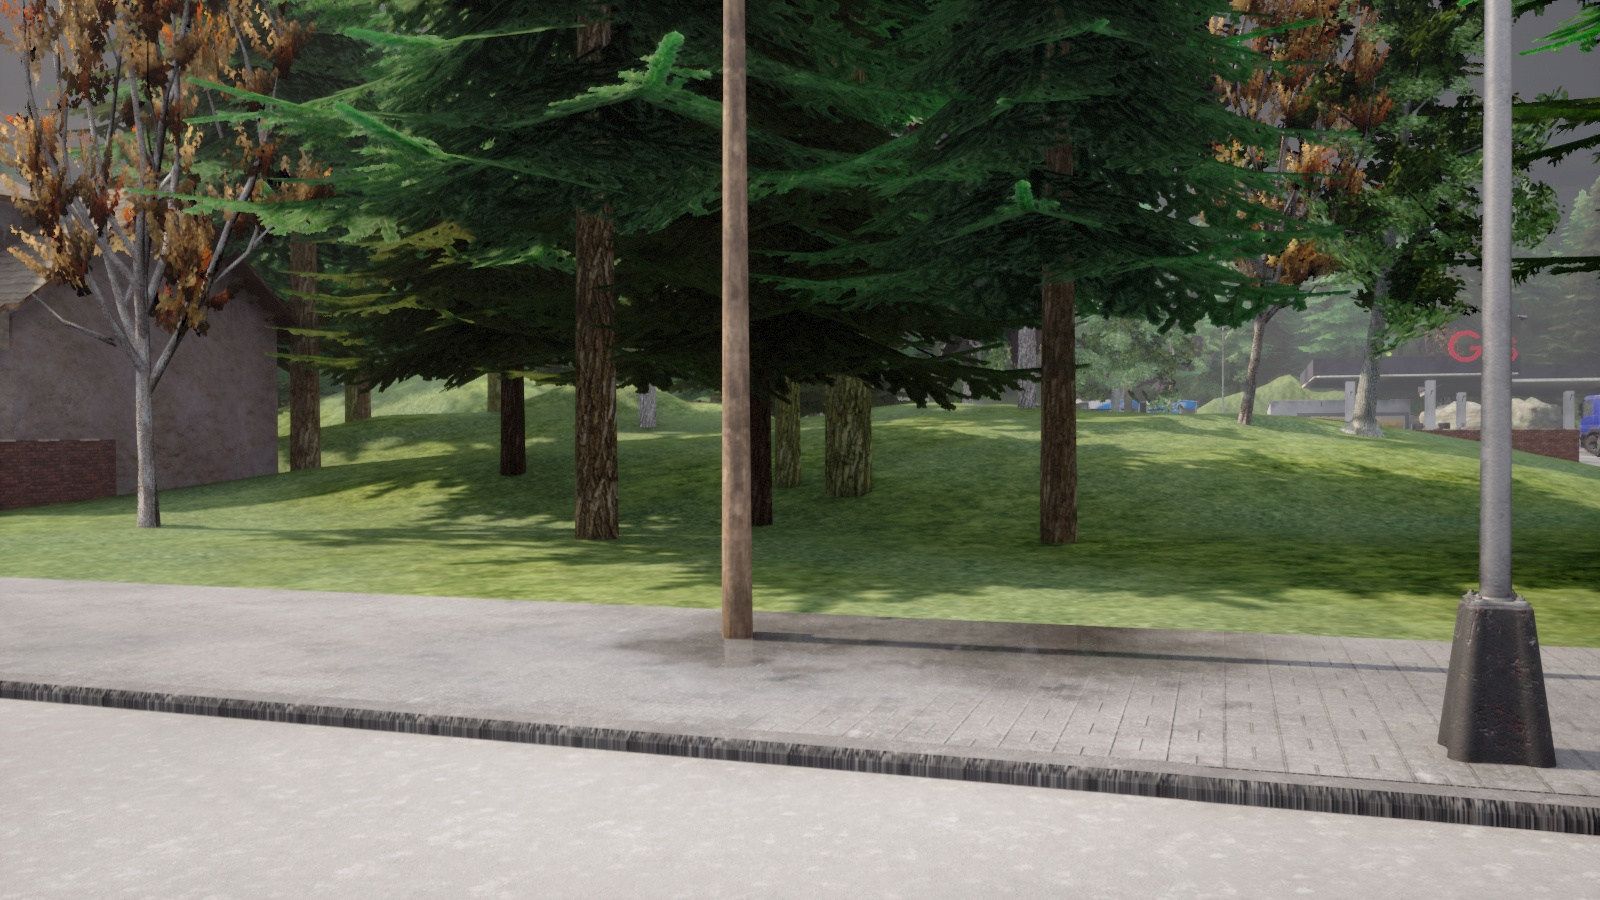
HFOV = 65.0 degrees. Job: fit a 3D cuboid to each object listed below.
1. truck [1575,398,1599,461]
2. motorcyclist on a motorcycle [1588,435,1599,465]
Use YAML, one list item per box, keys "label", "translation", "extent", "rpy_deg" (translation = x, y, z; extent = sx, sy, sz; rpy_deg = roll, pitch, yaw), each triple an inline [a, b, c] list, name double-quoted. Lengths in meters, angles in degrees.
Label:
- label: "truck"
  translation: [45.246, -1.072, 67.325]
  extent: [2.891, 3.462, 7.936]
  rpy_deg: [0, 1, 4]
- label: "motorcyclist on a motorcycle"
  translation: [40.873, -0.012, 63.630]
  extent: [0.866, 1.530, 2.191]
  rpy_deg: [1, 1, 11]
